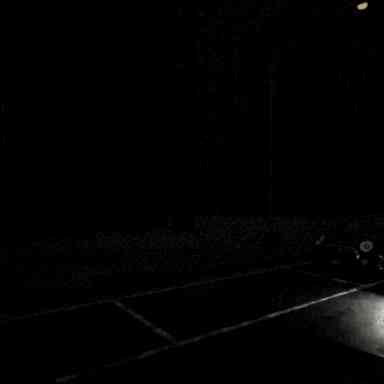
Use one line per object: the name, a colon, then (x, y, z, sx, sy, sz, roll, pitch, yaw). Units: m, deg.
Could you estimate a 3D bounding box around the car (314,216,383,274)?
car: (5.775, 1.523, 10.766, 4.097, 1.590, 1.967, 1, 0, -35)
